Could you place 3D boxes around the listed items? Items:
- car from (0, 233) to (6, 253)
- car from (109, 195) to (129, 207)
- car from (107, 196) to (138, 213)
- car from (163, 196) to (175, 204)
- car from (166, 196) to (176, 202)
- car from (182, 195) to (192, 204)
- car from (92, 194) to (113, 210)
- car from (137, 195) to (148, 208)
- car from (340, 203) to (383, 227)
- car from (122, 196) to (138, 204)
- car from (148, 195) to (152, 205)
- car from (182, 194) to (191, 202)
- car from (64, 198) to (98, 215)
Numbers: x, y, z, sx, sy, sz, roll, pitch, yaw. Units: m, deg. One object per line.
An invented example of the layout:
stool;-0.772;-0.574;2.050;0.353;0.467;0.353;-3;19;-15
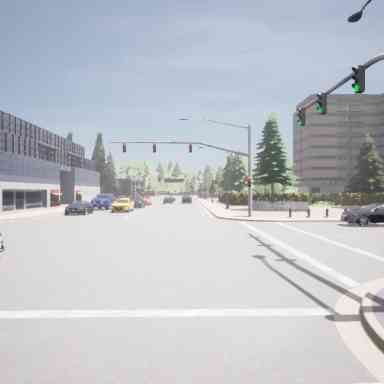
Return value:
car;-8.700;1.491;10.647;4.902;1.511;2.128;0;0;-3
car;-11.499;1.352;52.678;2.097;1.767;4.553;0;0;-1
car;-7.806;1.478;37.817;1.882;1.535;5.008;0;0;-1
car;-4.573;1.547;64.587;2.033;1.411;5.357;0;0;-1
car;-4.718;1.510;75.222;1.895;1.301;4.718;0;0;-1
car;-0.976;1.505;64.910;1.837;1.490;4.892;0;0;-1
car;-11.375;1.222;42.778;2.150;2.045;5.566;0;0;-1
car;-7.929;1.352;47.054;2.097;1.767;4.553;0;0;-1
car;12.502;1.492;22.191;4.902;1.511;2.128;0;0;-1
car;-11.595;1.492;62.937;2.128;1.511;4.902;0;0;0
car;-8.050;1.352;57.168;2.097;1.767;4.553;0;0;-1
car;-1.213;1.355;74.976;2.097;1.767;4.553;0;0;-1
car;-11.242;1.564;33.426;1.994;1.385;4.181;0;0;-1
